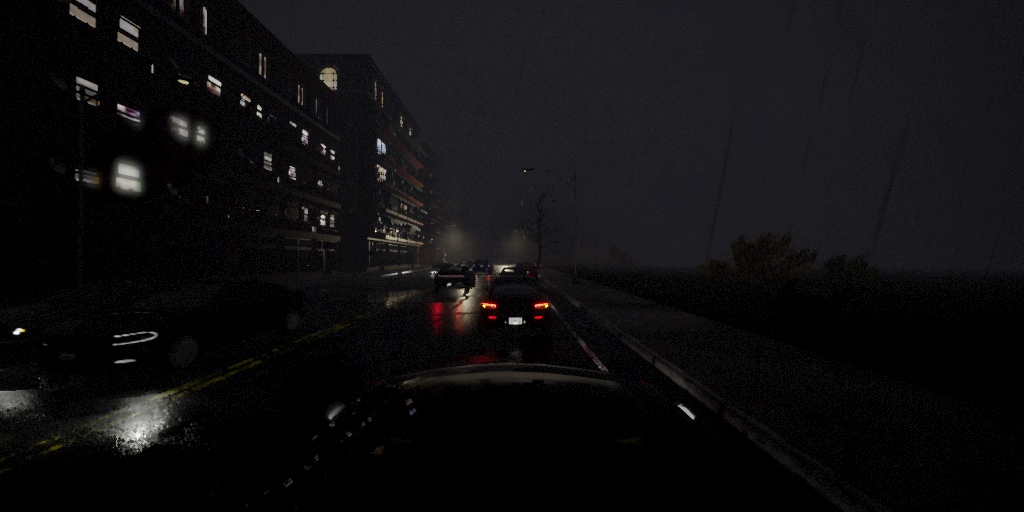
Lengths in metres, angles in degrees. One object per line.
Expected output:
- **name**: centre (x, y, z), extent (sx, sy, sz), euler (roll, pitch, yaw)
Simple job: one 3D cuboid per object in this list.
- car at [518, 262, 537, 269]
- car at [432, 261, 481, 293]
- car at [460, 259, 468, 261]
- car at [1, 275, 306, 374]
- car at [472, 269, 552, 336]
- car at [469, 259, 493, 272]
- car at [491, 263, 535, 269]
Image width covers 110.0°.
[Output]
- **car**: centre (1.079, 1.230, 29.962), extent (1.882, 1.535, 5.008), euler (0, 0, 0)
- **car**: centre (-3.190, 1.243, 20.654), extent (2.128, 1.511, 4.902), euler (0, 0, 0)
- **car**: centre (-6.699, 1.241, 51.419), extent (2.128, 1.511, 4.902), euler (0, 0, 0)
- **car**: centre (-6.613, 1.228, 7.828), extent (1.882, 1.535, 5.008), euler (0, 0, 0)
- **car**: centre (0.074, 1.277, 10.267), extent (1.812, 1.442, 4.674), euler (0, 0, 0)
- **car**: centre (-3.231, 1.103, 40.212), extent (2.097, 1.767, 4.553), euler (0, 0, 0)
- **car**: centre (0.062, 1.316, 20.434), extent (1.994, 1.385, 4.181), euler (0, 0, 0)
